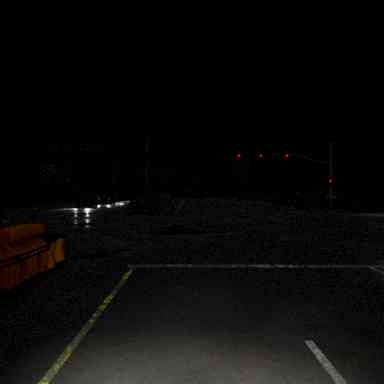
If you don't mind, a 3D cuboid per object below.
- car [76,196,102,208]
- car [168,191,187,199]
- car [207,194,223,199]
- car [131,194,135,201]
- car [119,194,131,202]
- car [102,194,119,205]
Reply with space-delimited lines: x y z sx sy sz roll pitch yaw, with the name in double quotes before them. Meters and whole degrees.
"car" -14.047 1.331 44.641 1.837 1.490 4.892 0 0 0
"car" -4.171 0.822 95.213 2.150 2.045 5.566 0 0 -22
"car" 6.999 1.146 94.647 2.033 1.411 5.357 0 0 -18
"car" -14.310 1.211 76.568 2.128 1.511 4.902 0 0 -3
"car" -13.956 1.228 65.118 2.128 1.511 4.902 0 0 1
"car" -14.023 1.134 54.672 2.097 1.767 4.553 0 0 0
